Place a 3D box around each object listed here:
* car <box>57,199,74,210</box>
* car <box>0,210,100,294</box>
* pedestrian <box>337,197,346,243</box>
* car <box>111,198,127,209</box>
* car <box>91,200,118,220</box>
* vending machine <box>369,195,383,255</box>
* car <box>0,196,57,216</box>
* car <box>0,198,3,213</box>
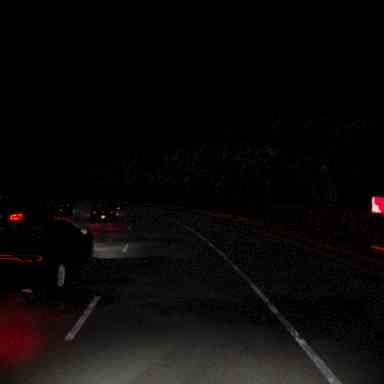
[{"bbox_3d":[-12.834,1.473,32.908,2.128,1.511,4.902,0,0,-19],"label":"car"},{"bbox_3d":[-3.957,1.461,8.740,1.882,1.535,5.008,0,0,-4],"label":"car"},{"bbox_3d":[5.914,1.107,13.298,0.375,1.860,0.375,-1,1,-7],"label":"pedestrian"},{"bbox_3d":[-10.121,1.529,44.562,1.994,1.385,4.181,0,0,-24],"label":"car"},{"bbox_3d":[-7.301,1.569,27.172,1.895,1.301,4.718,0,0,-15],"label":"car"},{"bbox_3d":[7.227,1.162,12.071,1.100,2.100,0.880,0,1,-6],"label":"vending machine"},{"bbox_3d":[-8.363,1.199,15.918,2.150,2.045,5.566,0,0,-10],"label":"car"},{"bbox_3d":[-21.592,1.497,35.614,1.882,1.535,5.008,0,0,-23],"label":"car"}]
